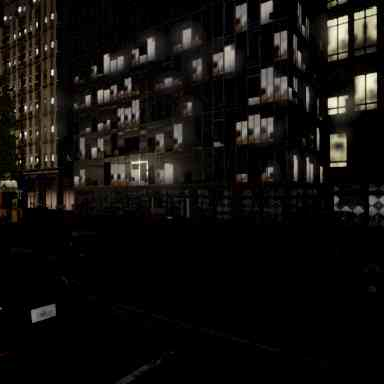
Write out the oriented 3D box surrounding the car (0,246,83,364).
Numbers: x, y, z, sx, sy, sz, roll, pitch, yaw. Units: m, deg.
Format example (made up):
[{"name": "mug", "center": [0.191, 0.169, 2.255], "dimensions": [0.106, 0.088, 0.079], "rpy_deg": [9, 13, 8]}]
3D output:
[{"name": "car", "center": [-3.566, 1.566, 5.414], "dimensions": [4.313, 1.339, 1.947], "rpy_deg": [0, 0, 35]}]
